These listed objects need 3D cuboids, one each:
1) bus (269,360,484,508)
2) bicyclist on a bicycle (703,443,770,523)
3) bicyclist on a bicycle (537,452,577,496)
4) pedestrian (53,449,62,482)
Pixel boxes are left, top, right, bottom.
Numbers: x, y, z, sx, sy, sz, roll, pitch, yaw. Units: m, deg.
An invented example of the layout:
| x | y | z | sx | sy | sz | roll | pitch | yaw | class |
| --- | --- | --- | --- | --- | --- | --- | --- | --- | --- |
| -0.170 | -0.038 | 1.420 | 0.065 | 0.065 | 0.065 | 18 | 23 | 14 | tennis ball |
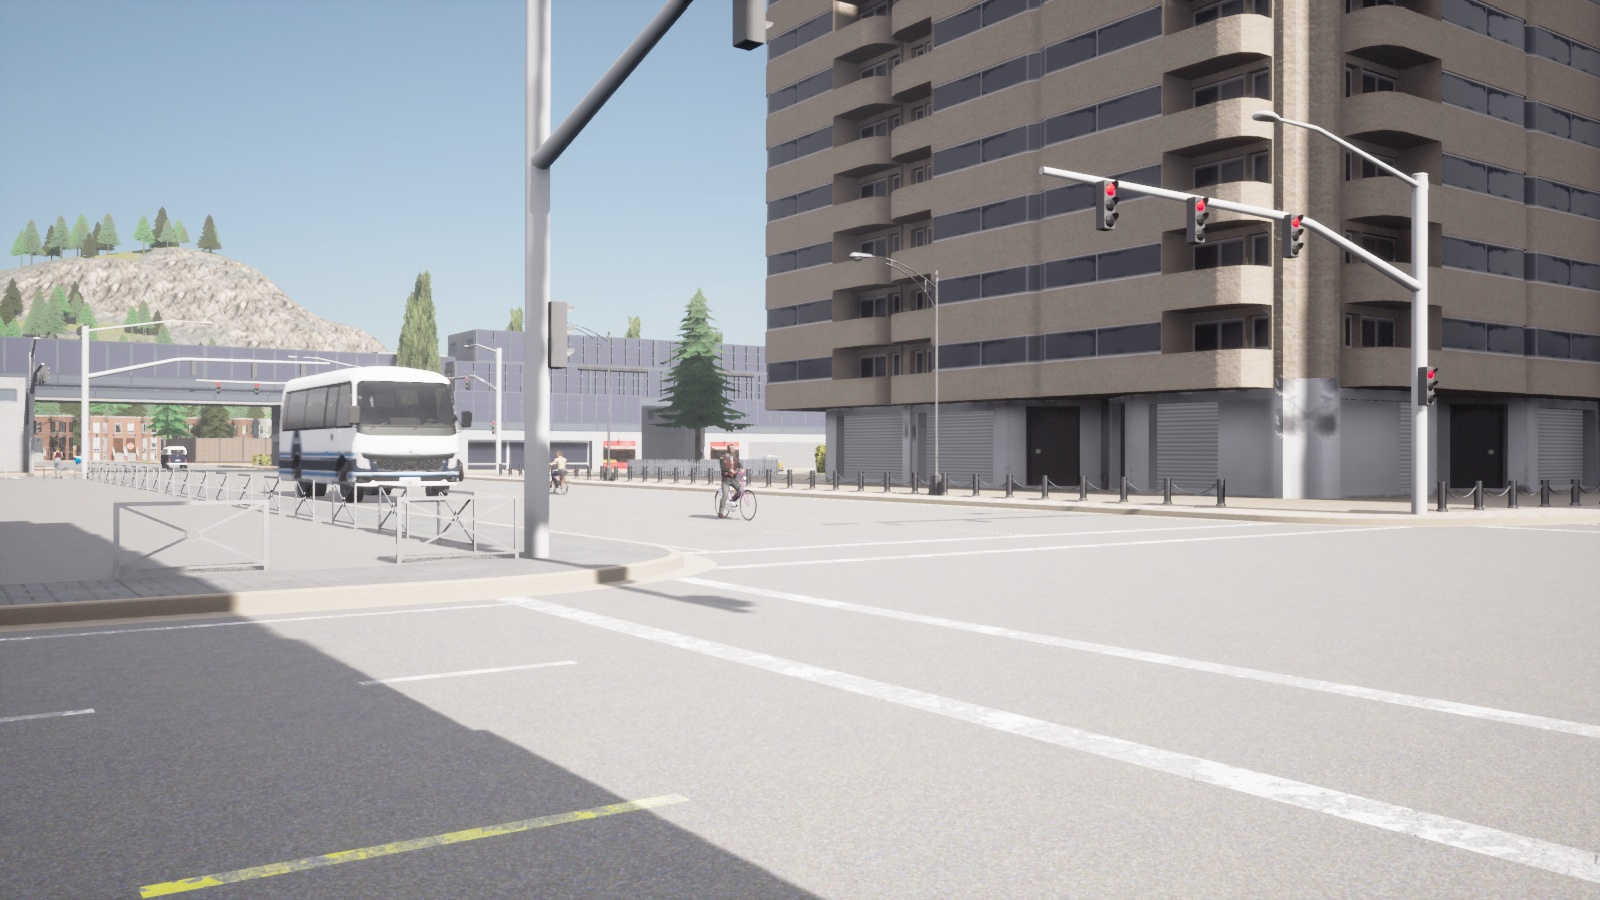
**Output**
| x | y | z | sx | sy | sz | roll | pitch | yaw | class |
| --- | --- | --- | --- | --- | --- | --- | --- | --- | --- |
| -14.178 | -0.445 | 41.256 | 3.944 | 4.253 | 10.273 | 0 | 0 | -35 | bus |
| -1.488 | 0.745 | 29.055 | 0.659 | 1.776 | 1.843 | 0 | 0 | -35 | bicyclist on a bicycle |
| -8.929 | 0.869 | 46.180 | 0.866 | 1.612 | 1.509 | 0 | 0 | -37 | bicyclist on a bicycle |
| -41.615 | 0.843 | 70.391 | 0.345 | 1.836 | 0.594 | 0 | 0 | -41 | pedestrian |
